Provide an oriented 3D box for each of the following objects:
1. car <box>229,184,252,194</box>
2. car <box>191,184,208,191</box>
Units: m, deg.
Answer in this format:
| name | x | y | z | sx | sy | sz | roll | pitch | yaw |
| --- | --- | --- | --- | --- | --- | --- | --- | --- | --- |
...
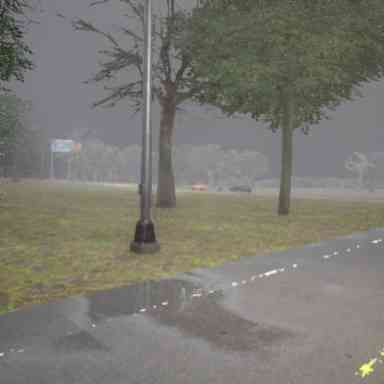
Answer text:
| name | x | y | z | sx | sy | sz | roll | pitch | yaw |
| --- | --- | --- | --- | --- | --- | --- | --- | --- | --- |
| car | 10.630 | -0.755 | 72.785 | 2.150 | 2.045 | 5.566 | 2 | 1 | -43 |
| car | 1.840 | -1.296 | 82.151 | 2.097 | 1.767 | 4.553 | 2 | 2 | -43 |
